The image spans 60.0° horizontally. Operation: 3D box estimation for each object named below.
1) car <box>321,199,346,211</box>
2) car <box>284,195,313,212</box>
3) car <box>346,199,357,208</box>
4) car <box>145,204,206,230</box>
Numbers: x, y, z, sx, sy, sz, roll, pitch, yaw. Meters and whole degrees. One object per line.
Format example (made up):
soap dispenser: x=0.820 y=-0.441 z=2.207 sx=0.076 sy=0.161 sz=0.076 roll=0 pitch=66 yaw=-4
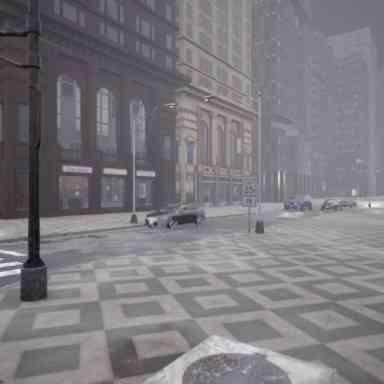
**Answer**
car: x=17.858 y=1.655 z=42.502 sx=1.812 sy=1.442 sz=4.674 roll=0 pitch=0 yaw=36
car: x=13.389 y=1.348 z=41.655 sx=2.150 sy=2.045 sz=5.566 roll=0 pitch=-1 yaw=36
car: x=23.760 y=1.702 z=50.747 sx=2.033 sy=1.411 sz=5.357 roll=0 pitch=0 yaw=36
car: x=-0.984 y=1.547 z=21.667 sx=2.128 sy=1.511 sz=4.902 roll=0 pitch=0 yaw=36
